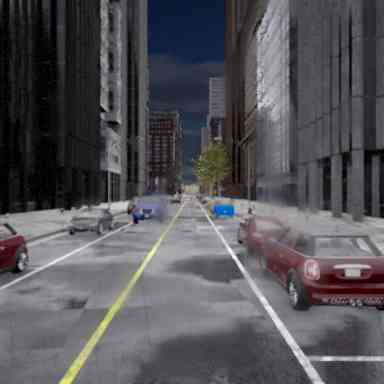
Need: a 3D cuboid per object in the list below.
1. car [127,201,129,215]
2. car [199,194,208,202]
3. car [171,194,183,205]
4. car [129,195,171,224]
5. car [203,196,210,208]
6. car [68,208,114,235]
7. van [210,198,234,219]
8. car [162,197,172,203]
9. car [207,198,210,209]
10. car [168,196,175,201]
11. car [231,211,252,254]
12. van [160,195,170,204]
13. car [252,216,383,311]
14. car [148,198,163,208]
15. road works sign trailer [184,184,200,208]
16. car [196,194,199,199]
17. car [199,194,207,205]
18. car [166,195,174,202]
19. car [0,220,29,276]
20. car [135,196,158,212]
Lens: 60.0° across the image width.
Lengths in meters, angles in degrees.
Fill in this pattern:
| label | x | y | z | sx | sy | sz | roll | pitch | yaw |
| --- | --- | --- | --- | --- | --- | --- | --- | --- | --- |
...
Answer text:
| label | x | y | z | sx | sy | sz | roll | pitch | yaw |
| --- | --- | --- | --- | --- | --- | --- | --- | --- | --- |
| car | -5.672 | 1.433 | 36.070 | 2.192 | 1.841 | 5.009 | 0 | 0 | 0 |
| car | 2.845 | 1.562 | 86.807 | 2.192 | 1.841 | 5.009 | 0 | 0 | 0 |
| car | -3.020 | 1.718 | 65.083 | 2.033 | 1.411 | 5.357 | 0 | 0 | 0 |
| car | -3.103 | 1.313 | 25.635 | 2.150 | 2.045 | 5.566 | 0 | 0 | 0 |
| car | 2.859 | 1.663 | 47.533 | 1.752 | 1.417 | 4.829 | 0 | 0 | 1 |
| car | -5.670 | 1.623 | 19.150 | 2.008 | 1.369 | 4.403 | 0 | 0 | 0 |
| van | 2.855 | 1.446 | 30.409 | 1.690 | 1.788 | 3.998 | 0 | 0 | 0 |
| car | -5.679 | 1.770 | 75.541 | 1.947 | 1.339 | 4.313 | 0 | 0 | 0 |
| car | 2.855 | 1.643 | 36.220 | 1.752 | 1.417 | 4.829 | 0 | 0 | 0 |
| car | -5.682 | 1.815 | 92.457 | 1.887 | 1.381 | 4.507 | 0 | 0 | 0 |
| car | 2.856 | 1.633 | 13.489 | 1.802 | 1.307 | 4.206 | 0 | 0 | 0 |
| van | -5.677 | 1.527 | 69.902 | 1.690 | 1.788 | 3.998 | 0 | 0 | 0 |
| car | 2.857 | 1.470 | 7.848 | 1.967 | 1.590 | 4.097 | 0 | 0 | 0 |
| car | -5.675 | 1.674 | 52.778 | 1.752 | 1.417 | 4.829 | 0 | 0 | 1 |
| road works sign trailer | -0.008 | 0.610 | 52.192 | 2.380 | 3.560 | 2.880 | 0 | 0 | 0 |
| car | 2.846 | 1.539 | 81.168 | 2.192 | 1.841 | 5.009 | 0 | 0 | 0 |
| car | 2.849 | 1.610 | 64.250 | 1.967 | 1.590 | 4.097 | 0 | 0 | 0 |
| car | -5.681 | 1.688 | 86.819 | 1.967 | 1.590 | 4.097 | 0 | 0 | 0 |
| car | -5.669 | 1.471 | 7.872 | 1.967 | 1.590 | 4.097 | 0 | 0 | 0 |
| car | -5.673 | 1.445 | 41.710 | 2.192 | 1.841 | 5.009 | 0 | 0 | 0 |
